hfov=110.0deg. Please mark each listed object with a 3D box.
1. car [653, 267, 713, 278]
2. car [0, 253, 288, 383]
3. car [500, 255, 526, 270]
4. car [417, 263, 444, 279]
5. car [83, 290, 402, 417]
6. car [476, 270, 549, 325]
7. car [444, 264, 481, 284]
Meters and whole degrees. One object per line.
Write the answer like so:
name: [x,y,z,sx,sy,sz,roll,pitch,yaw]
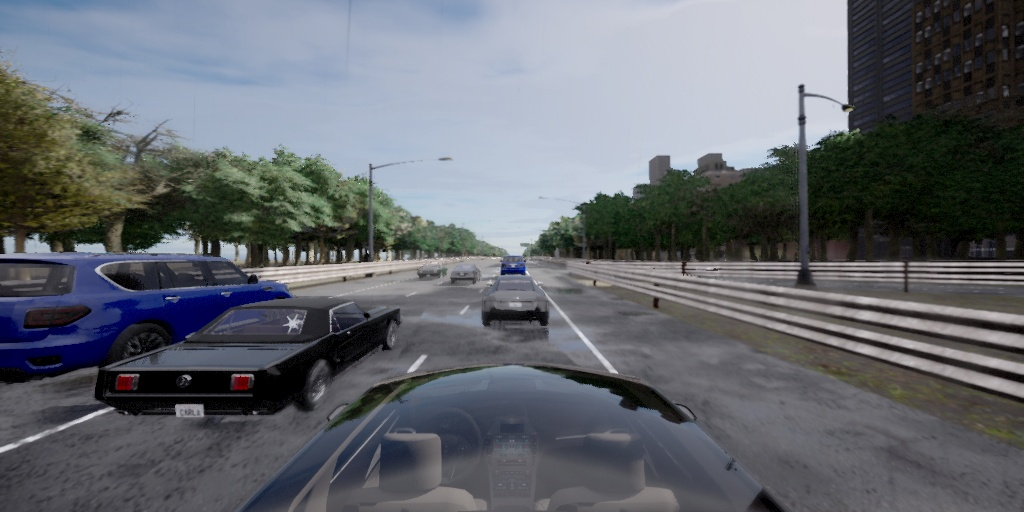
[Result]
car: [14.380,1.227,30.542,1.895,1.301,4.718,0,-1,-26]
car: [-6.902,0.972,7.258,2.150,2.045,5.566,0,0,0]
car: [0.094,0.933,32.488,2.150,2.045,5.566,0,0,0]
car: [-6.905,1.315,31.802,1.895,1.301,4.718,0,0,0]
car: [-3.401,1.351,6.014,1.895,1.301,4.718,0,0,0]
car: [0.098,1.316,11.853,1.994,1.385,4.181,0,0,0]
car: [-3.406,1.282,26.985,2.033,1.411,5.357,0,0,0]
